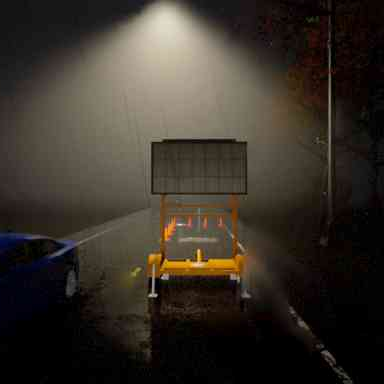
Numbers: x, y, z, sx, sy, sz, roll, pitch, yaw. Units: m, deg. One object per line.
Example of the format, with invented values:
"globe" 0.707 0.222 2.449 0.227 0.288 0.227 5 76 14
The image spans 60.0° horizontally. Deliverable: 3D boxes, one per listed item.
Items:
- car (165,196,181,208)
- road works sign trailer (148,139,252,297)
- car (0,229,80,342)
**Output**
"car" -2.783 1.329 48.542 2.097 1.767 4.553 0 0 1
"road works sign trailer" 0.181 0.462 8.519 2.380 3.560 2.880 0 0 1
"car" -3.481 1.476 5.511 1.882 1.535 5.008 0 0 1
